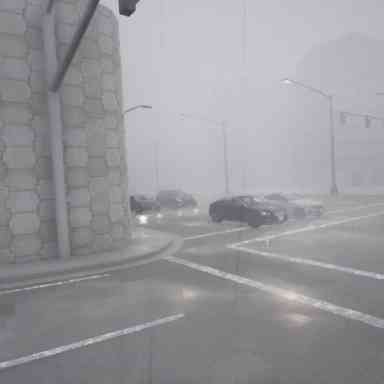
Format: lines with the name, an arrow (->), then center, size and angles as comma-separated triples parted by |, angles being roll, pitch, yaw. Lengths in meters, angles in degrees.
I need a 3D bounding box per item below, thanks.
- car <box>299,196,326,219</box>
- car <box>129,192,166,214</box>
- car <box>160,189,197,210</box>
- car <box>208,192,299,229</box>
car -> 5.591, 0.730, 19.911 | 1.812, 1.442, 4.674 | -5, 3, -37
car -> -4.380, 0.970, 27.784 | 1.812, 1.442, 4.674 | -5, 3, -35
car -> -1.520, 0.562, 29.760 | 2.097, 1.767, 4.553 | -5, 3, -35
car -> 2.791, 0.945, 17.469 | 2.128, 1.511, 4.902 | -5, 3, -33
